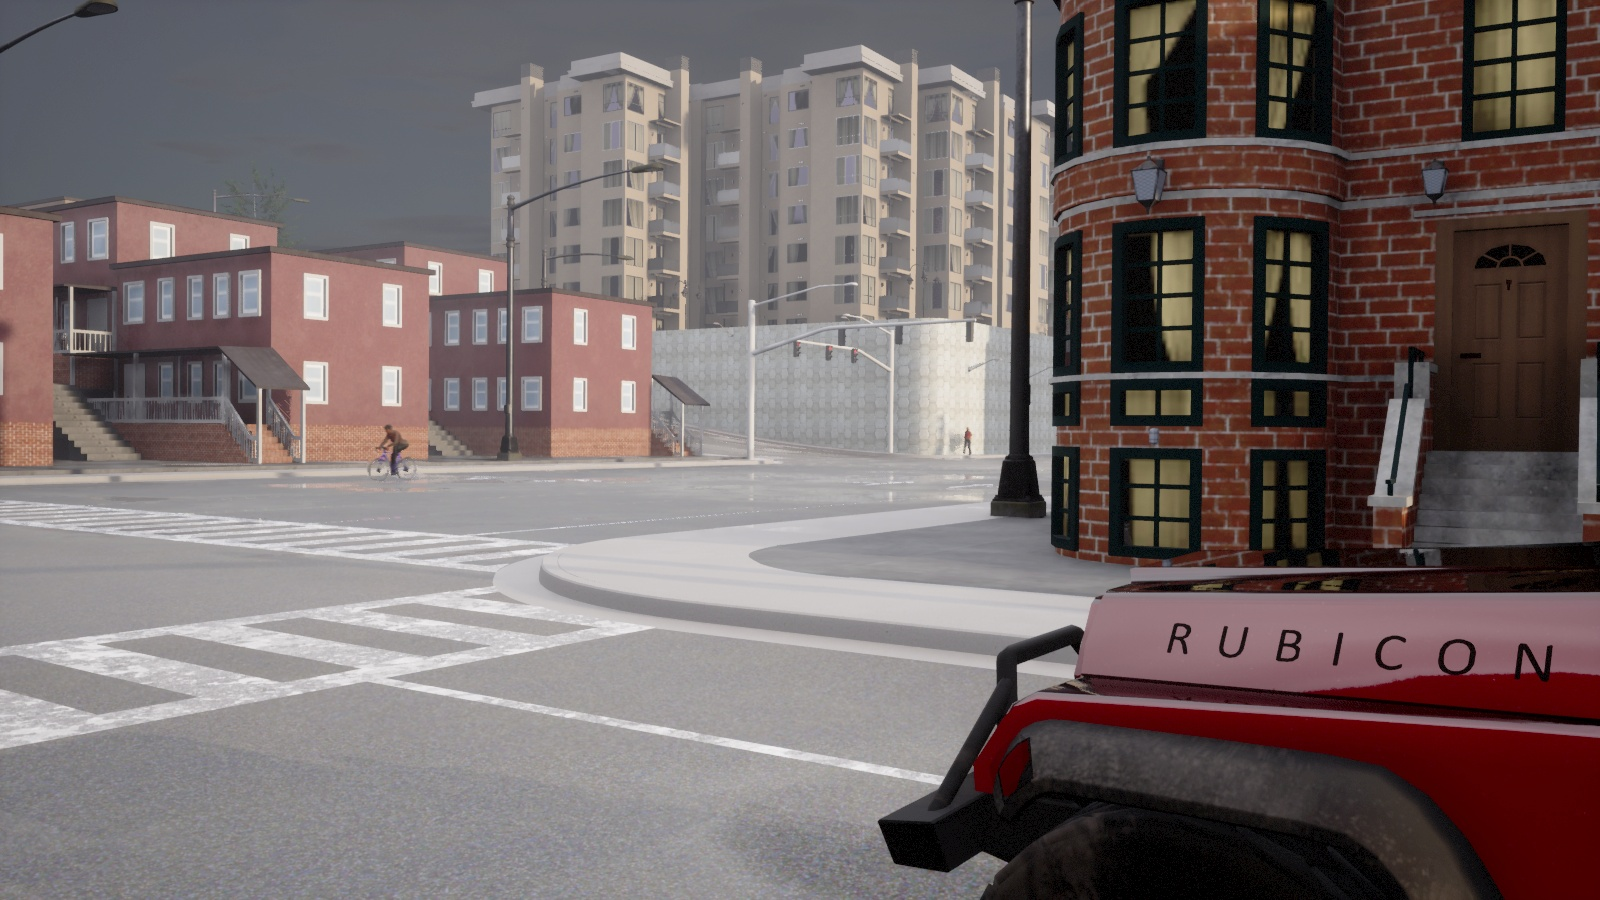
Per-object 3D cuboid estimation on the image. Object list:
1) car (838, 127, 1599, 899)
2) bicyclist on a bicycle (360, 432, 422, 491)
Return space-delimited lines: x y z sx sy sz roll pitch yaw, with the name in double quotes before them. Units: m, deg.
"car" 2.219 0.478 2.153 3.866 1.878 1.905 0 1 33
"bicyclist on a bicycle" -11.559 0.304 35.542 0.582 1.620 1.656 0 1 33
